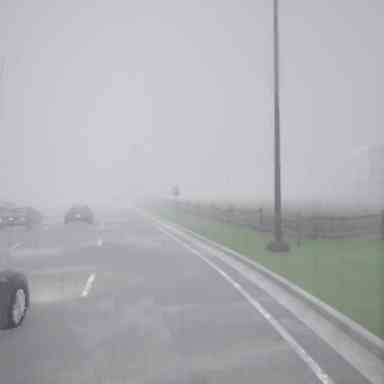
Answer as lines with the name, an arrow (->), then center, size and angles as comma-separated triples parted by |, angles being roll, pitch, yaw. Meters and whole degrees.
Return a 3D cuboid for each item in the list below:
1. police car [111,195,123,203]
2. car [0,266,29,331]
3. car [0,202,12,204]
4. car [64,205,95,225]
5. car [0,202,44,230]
police car -> -16.467, 1.579, 74.602 | 1.930, 1.638, 5.238 | -1, 0, -14
car -> -3.672, 1.540, 4.036 | 1.837, 1.490, 4.892 | 0, 0, -5
car -> -16.982, 1.640, 30.308 | 1.882, 1.535, 5.008 | -1, 0, -14
car -> -8.511, 1.645, 25.395 | 1.994, 1.385, 4.181 | -1, 0, -14
car -> -11.271, 1.656, 22.067 | 2.033, 1.411, 5.357 | -1, 0, -14
